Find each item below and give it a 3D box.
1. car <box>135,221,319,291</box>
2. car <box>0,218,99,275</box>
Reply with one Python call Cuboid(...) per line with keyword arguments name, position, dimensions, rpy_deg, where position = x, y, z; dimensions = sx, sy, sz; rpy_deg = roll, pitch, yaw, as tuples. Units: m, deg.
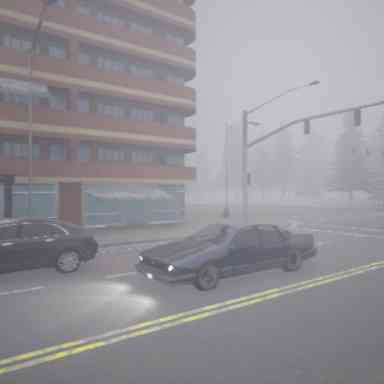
Cuboid(name="car", position=(1.217, 1.519, 9.116), dimensions=(5.357, 1.411, 2.033), rpy_deg=(0, 0, -35))
Cuboid(name="car", position=(-5.023, 1.500, 8.990), dimensions=(4.892, 1.490, 1.837), rpy_deg=(0, 0, -35))
